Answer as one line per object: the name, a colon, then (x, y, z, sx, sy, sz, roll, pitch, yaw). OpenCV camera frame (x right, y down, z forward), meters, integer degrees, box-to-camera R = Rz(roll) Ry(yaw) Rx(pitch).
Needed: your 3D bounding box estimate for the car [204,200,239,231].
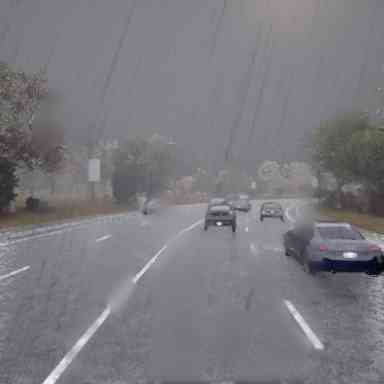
car: (1.869, 1.512, 20.929, 1.837, 1.490, 4.892, 0, 0, 8)

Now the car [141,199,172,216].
car: (-3.335, 1.489, 32.097, 1.837, 1.490, 4.892, 0, 0, 13)

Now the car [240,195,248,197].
car: (11.049, 1.472, 71.002, 1.812, 1.442, 4.674, 0, 0, 28)

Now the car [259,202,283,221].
car: (6.575, 1.573, 27.586, 2.033, 1.411, 5.357, 0, 0, 12)

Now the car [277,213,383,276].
car: (4.168, 1.578, 10.468, 1.994, 1.385, 4.181, 0, 0, 4)

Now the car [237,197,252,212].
car: (5.769, 1.585, 38.781, 1.994, 1.385, 4.181, 0, 0, 16)

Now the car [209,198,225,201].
car: (3.363, 1.486, 43.648, 1.882, 1.535, 5.008, 0, 0, 18)
